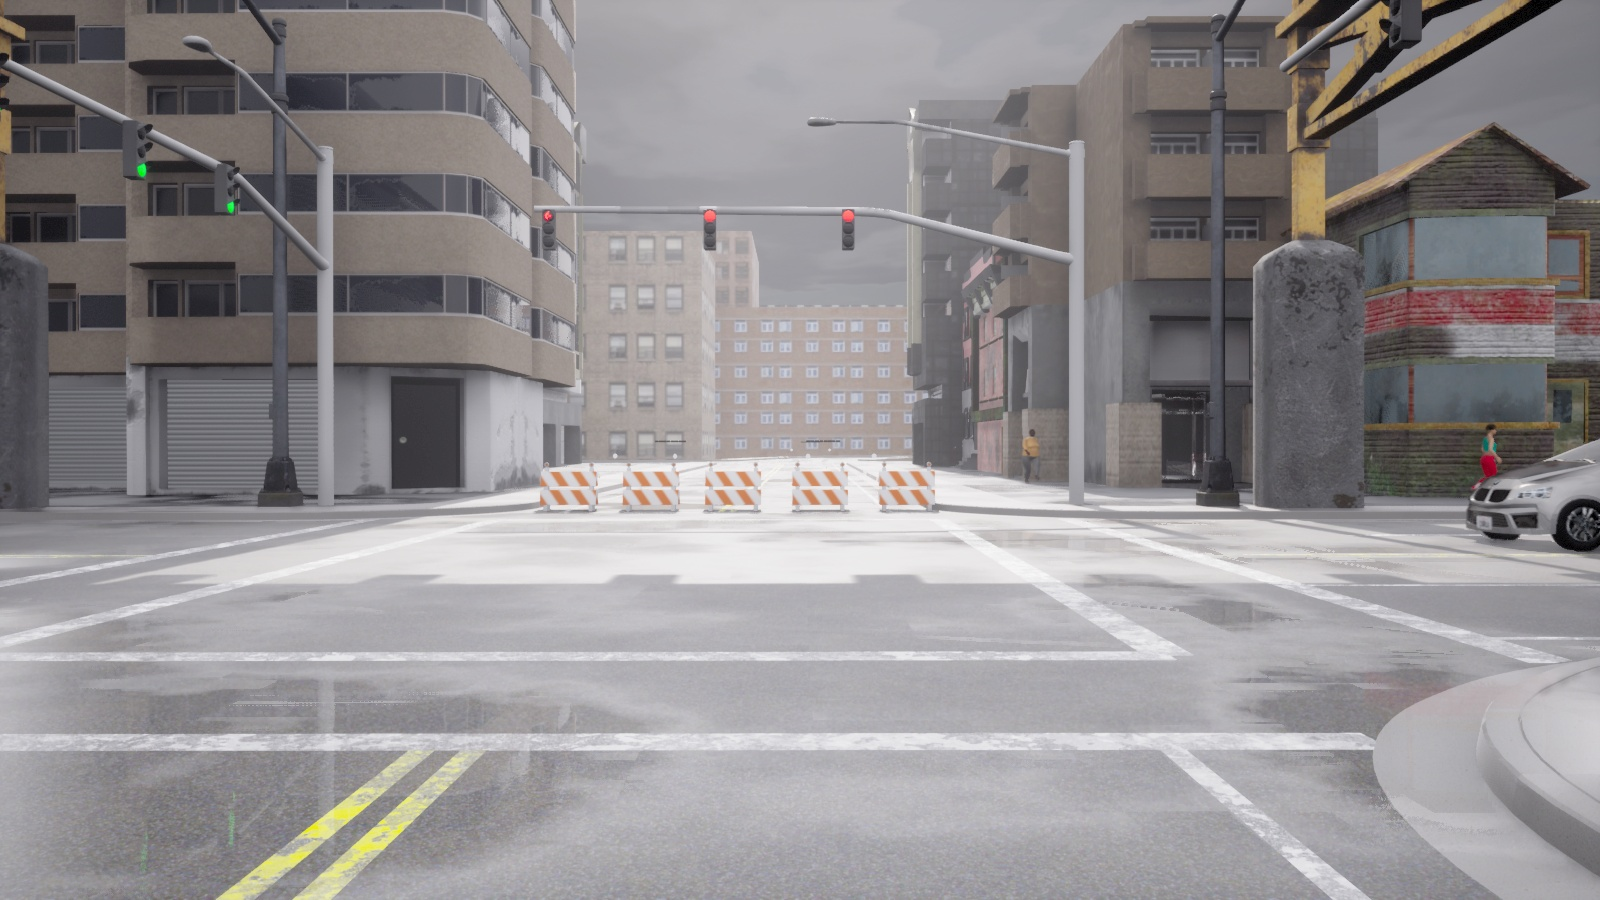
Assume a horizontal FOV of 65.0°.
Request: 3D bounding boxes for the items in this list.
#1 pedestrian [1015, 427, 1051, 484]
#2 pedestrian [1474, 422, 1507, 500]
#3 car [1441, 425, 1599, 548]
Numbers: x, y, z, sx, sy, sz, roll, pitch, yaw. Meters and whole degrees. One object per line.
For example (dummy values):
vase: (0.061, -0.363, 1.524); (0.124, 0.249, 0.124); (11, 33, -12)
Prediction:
pedestrian: (7.701, 0.183, 41.574); (0.874, 1.855, 0.900); (0, 0, -13)
pedestrian: (16.446, 0.256, 29.907); (0.594, 1.836, 0.345); (0, 0, 6)
car: (12.194, 0.499, 18.227); (4.611, 1.667, 2.242); (0, 0, 0)
